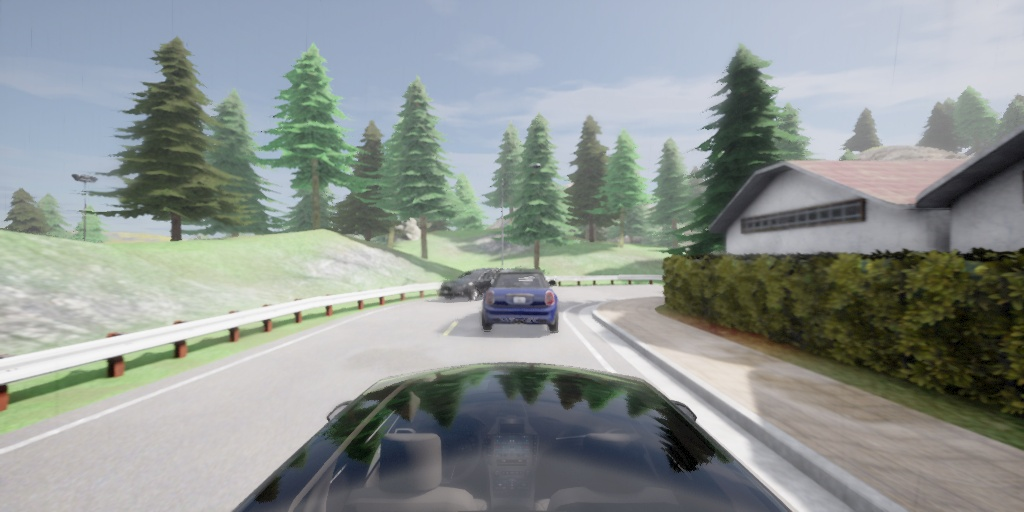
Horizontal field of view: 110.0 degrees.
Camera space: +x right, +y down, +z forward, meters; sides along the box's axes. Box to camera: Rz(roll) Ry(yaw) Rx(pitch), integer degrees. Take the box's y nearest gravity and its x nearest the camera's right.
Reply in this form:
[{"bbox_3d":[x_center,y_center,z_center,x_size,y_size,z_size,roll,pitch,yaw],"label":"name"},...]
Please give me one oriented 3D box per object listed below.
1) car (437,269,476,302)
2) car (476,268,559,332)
[{"bbox_3d":[-1.577,1.382,18.121,1.837,1.490,4.892,-3,-2,36],"label":"car"},{"bbox_3d":[0.349,1.180,11.426,2.097,1.767,4.553,0,0,4],"label":"car"}]
